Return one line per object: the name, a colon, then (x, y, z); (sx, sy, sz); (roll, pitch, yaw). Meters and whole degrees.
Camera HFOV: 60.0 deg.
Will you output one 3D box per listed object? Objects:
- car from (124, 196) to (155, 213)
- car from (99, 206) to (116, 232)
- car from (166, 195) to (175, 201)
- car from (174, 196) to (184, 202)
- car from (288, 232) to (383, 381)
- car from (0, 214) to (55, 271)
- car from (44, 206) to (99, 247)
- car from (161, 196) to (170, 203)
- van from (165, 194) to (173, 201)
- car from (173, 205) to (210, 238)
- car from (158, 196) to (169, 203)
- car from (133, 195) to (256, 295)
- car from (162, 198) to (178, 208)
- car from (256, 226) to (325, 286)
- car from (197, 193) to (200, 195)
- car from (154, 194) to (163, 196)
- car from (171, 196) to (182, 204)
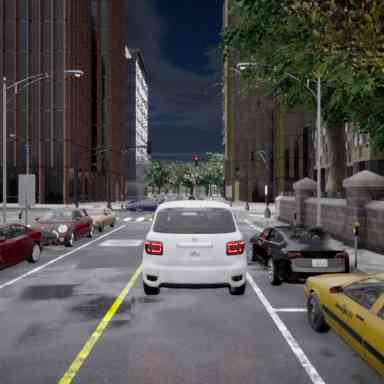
car: (-4.615, 1.467, 34.308); (4.674, 1.442, 1.812); (1, 0, -28)
car: (-5.778, 1.527, 19.981); (1.752, 1.417, 4.829); (0, 0, 0)
car: (-5.827, 1.585, 90.184); (2.008, 1.369, 4.403); (0, 0, 0)
car: (-3.055, 1.558, 77.331); (2.033, 1.411, 5.357); (0, 0, 0)
car: (2.758, 1.525, 3.958); (1.752, 1.417, 4.829); (0, 0, 0)
car: (-5.771, 1.545, 9.237); (1.887, 1.381, 4.507); (0, 0, 0)
car: (-5.775, 1.441, 14.694); (1.967, 1.590, 4.097); (0, 0, 0)
car: (-5.816, 1.548, 73.701); (1.752, 1.417, 4.829); (0, 0, 0)
van: (-5.824, 1.371, 84.747); (1.690, 1.788, 3.998); (0, 0, 0)
car: (0.010, 1.527, 18.480); (1.812, 1.442, 4.674); (0, 0, 0)
car: (-5.812, 1.602, 68.434); (1.802, 1.307, 4.206); (0, 0, 0)
car: (0.060, 1.222, 8.835); (2.150, 2.045, 5.566); (0, 0, 0)
car: (-3.130, 1.574, 48.122); (1.994, 1.385, 4.181); (0, 0, 0)
car: (2.754, 1.566, 9.245); (1.947, 1.339, 4.313); (0, 0, 0)
car: (2.706, 1.571, 79.315); (1.887, 1.381, 4.507); (0, 0, 0)
car: (-5.805, 1.329, 57.559); (2.192, 1.841, 5.009); (0, 0, 0)
car: (-3.069, 1.583, 66.991); (1.994, 1.385, 4.181); (0, 0, 1)
